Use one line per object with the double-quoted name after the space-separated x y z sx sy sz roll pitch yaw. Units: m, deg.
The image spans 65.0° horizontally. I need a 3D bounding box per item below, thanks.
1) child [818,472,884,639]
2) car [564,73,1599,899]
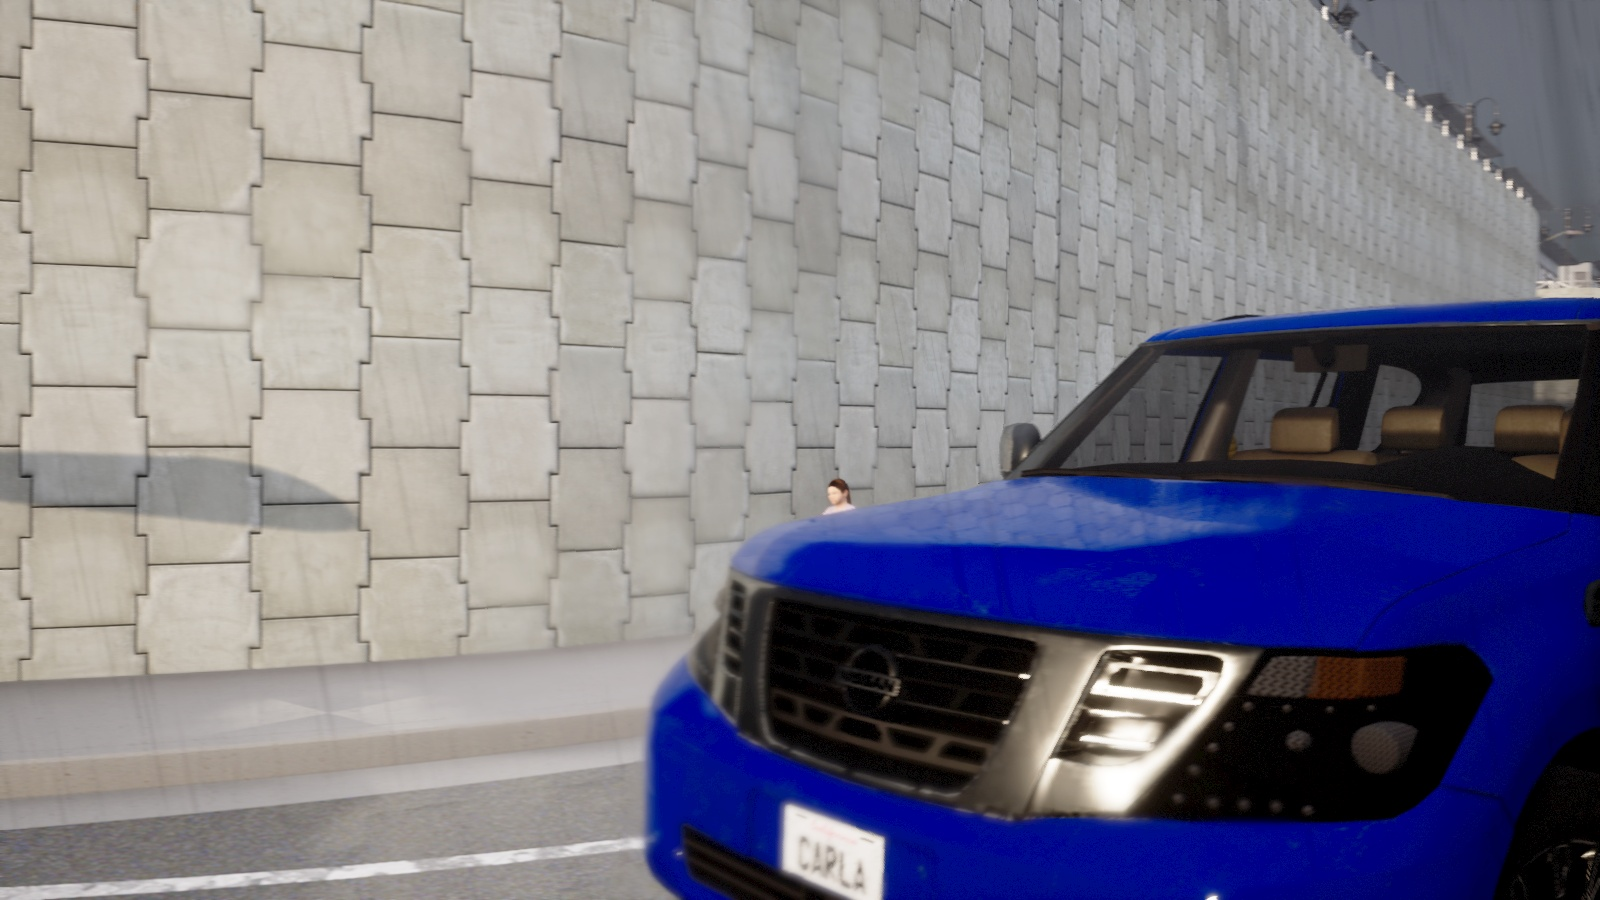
0.355 0.714 8.671 0.255 1.110 0.394 0 1 41 "child"
2.178 0.433 4.425 5.566 2.045 2.150 -1 1 -41 "car"
